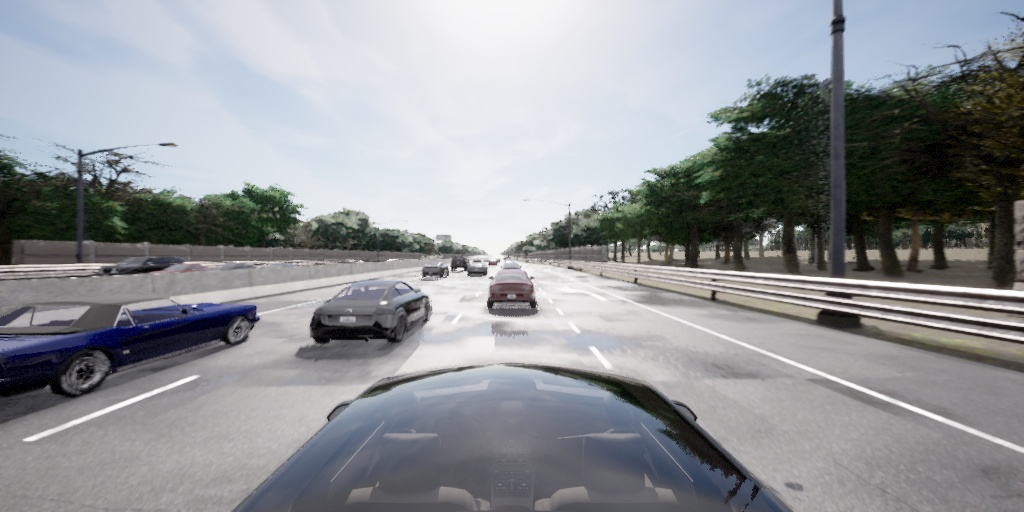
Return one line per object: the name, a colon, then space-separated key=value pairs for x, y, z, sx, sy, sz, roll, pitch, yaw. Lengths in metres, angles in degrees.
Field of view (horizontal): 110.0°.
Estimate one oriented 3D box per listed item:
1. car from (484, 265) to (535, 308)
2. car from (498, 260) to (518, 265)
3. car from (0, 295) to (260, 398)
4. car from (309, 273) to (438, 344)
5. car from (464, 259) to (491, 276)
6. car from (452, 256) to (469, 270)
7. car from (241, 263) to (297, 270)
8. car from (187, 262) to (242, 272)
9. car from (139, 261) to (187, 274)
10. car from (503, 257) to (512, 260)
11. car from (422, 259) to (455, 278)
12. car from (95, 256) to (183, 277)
car: x=-0.014 y=1.292 z=15.251 sx=1.812 sy=1.442 sz=4.674 roll=0 pitch=0 yaw=0
car: x=-0.083 y=1.312 z=32.044 sx=1.812 sy=1.442 sz=4.674 roll=0 pitch=0 yaw=0
car: x=-6.999 y=1.359 z=6.496 sx=1.895 sy=1.301 sz=4.718 roll=0 pitch=0 yaw=0
car: x=-3.504 y=1.325 z=9.654 sx=1.994 sy=1.385 sz=4.181 roll=0 pitch=0 yaw=0
car: x=-3.623 y=1.357 z=38.440 sx=1.994 sy=1.385 sz=4.181 roll=0 pitch=0 yaw=0
car: x=-7.224 y=1.024 z=50.506 sx=2.150 sy=2.045 sz=5.566 roll=0 pitch=0 yaw=-1
car: x=-17.645 y=1.313 z=27.112 sx=1.812 sy=1.442 sz=4.674 roll=0 pitch=0 yaw=0
car: x=-21.145 y=1.266 z=27.090 sx=1.882 sy=1.535 sz=5.008 roll=0 pitch=0 yaw=0
car: x=-24.642 y=1.315 z=27.030 sx=1.812 sy=1.442 sz=4.674 roll=0 pitch=0 yaw=0
car: x=-0.270 y=1.349 z=55.203 sx=2.033 sy=1.411 sz=5.357 roll=0 pitch=0 yaw=-1
car: x=-7.092 y=1.282 z=33.662 sx=2.128 sy=1.511 sz=4.902 roll=0 pitch=0 yaw=0
car: x=-28.142 y=1.016 z=27.584 sx=2.150 sy=2.045 sz=5.566 roll=0 pitch=0 yaw=0
